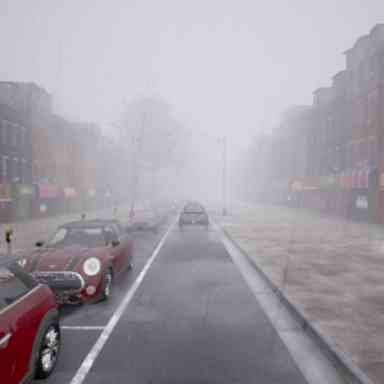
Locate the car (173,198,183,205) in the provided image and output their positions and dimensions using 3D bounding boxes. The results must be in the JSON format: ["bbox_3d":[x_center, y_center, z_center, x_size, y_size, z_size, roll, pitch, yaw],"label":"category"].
[{"bbox_3d":[-2.617,1.784,63.450,1.802,1.307,4.206,-1,0,0],"label":"car"}]

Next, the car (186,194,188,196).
[{"bbox_3d":[-2.608,1.757,80.055,1.947,1.339,4.313,0,0,0],"label":"car"}]

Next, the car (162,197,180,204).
[{"bbox_3d":[-2.633,1.601,35.774,1.967,1.590,4.097,-1,0,0],"label":"car"}]

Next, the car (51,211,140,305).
[{"bbox_3d":[-2.645,1.464,8.108,1.967,1.590,4.097,-1,0,0],"label":"car"}]

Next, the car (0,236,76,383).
[{"bbox_3d":[-2.646,1.446,2.576,1.967,1.590,4.097,-1,0,0],"label":"car"}]

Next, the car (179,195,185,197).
[{"bbox_3d":[-2.620,1.747,57.915,1.887,1.381,4.507,-1,0,0],"label":"car"}]

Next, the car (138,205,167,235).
[{"bbox_3d":[-2.640,1.661,19.170,1.802,1.307,4.206,-1,0,0],"label":"car"}]

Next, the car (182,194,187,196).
[{"bbox_3d":[-2.612,1.745,74.518,1.887,1.381,4.507,-1,0,0],"label":"car"}]

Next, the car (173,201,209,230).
[{"bbox_3d":[0.108,1.588,22.089,2.128,1.511,4.902,0,0,0],"label":"car"}]

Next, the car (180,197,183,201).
[{"bbox_3d":[-2.626,1.743,46.845,2.008,1.369,4.403,-1,0,0],"label":"car"}]

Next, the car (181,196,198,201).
[{"bbox_3d":[0.118,1.671,41.471,2.128,1.511,4.902,0,0,0],"label":"car"}]

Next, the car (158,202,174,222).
[{"bbox_3d":[-2.638,1.661,24.704,2.008,1.369,4.403,-1,0,0],"label":"car"}]
